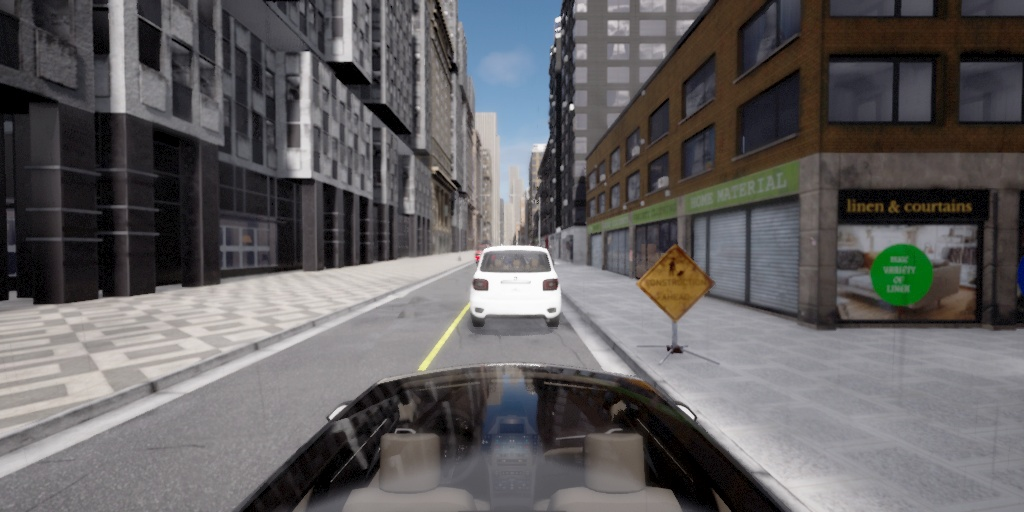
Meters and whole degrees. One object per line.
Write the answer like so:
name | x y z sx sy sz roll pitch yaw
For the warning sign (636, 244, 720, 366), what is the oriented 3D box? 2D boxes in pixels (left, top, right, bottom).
warning sign | 2.728 0.735 6.015 1.300 1.860 1.060 0 0 0

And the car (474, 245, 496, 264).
car | -3.007 -0.233 41.089 2.150 2.045 5.566 0 2 0

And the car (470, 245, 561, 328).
car | 0.098 0.709 10.440 2.150 2.045 5.566 0 2 0
